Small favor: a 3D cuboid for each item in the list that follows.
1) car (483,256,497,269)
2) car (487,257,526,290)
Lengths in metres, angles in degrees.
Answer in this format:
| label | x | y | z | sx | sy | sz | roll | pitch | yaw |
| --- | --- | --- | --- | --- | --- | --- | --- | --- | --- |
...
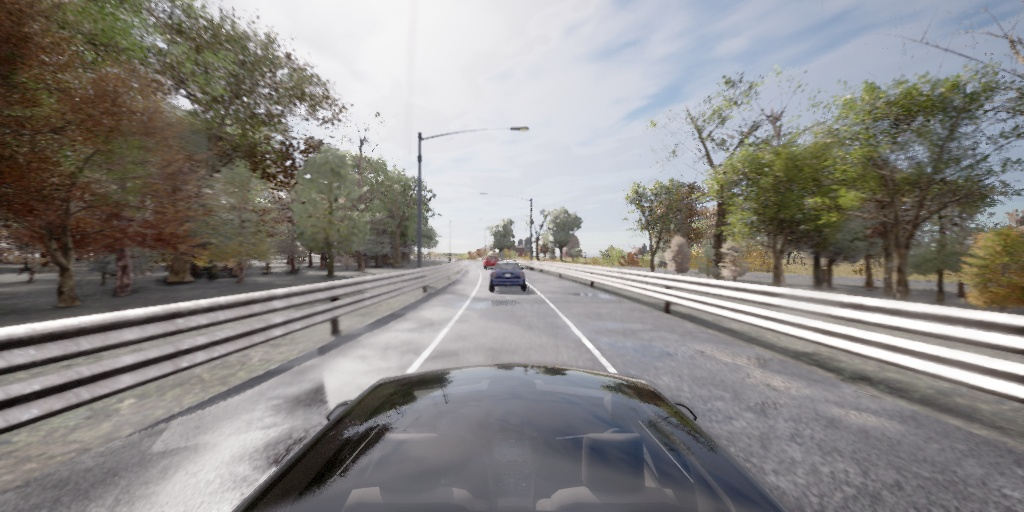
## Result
| label | x | y | z | sx | sy | sz | roll | pitch | yaw |
| --- | --- | --- | --- | --- | --- | --- | --- | --- | --- |
| car | -3.235 | 0.949 | 54.607 | 2.150 | 2.045 | 5.566 | 0 | 0 | -8 |
| car | -0.332 | 1.107 | 22.350 | 2.097 | 1.767 | 4.553 | 0 | 0 | -3 |
